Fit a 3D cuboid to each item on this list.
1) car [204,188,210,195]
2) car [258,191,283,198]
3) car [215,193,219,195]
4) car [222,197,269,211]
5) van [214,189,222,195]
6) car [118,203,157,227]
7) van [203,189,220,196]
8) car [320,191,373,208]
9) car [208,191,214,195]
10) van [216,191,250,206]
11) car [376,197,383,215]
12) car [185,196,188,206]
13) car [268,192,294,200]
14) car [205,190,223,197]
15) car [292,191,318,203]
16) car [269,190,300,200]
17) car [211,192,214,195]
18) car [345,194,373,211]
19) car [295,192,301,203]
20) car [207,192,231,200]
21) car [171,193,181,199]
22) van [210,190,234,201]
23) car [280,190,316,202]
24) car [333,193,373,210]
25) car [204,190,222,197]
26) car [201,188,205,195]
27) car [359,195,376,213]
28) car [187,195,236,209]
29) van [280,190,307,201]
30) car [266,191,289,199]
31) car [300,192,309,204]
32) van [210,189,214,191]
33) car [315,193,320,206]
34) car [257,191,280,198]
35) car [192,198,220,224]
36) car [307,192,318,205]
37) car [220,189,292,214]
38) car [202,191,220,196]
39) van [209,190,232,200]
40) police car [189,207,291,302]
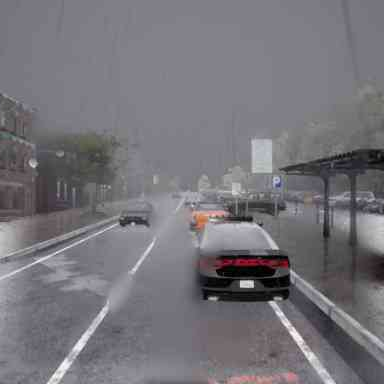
[{"bbox_3d":[5.543,0.680,60.889,5.566,2.045,2.435,0,1,0],"label":"car"},{"bbox_3d":[18.407,0.639,78.153,5.366,1.575,1.946,0,1,0],"label":"car"},{"bbox_3d":[5.632,1.182,41.264,5.008,1.535,2.097,0,1,0],"label":"car"},{"bbox_3d":[5.659,1.273,35.658,4.674,1.452,2.002,0,1,0],"label":"car"},{"bbox_3d":[5.511,0.930,44.068,4.442,1.987,1.878,0,1,0],"label":"van"},{"bbox_3d":[-3.394,1.420,21.777,2.033,1.411,5.357,0,0,0],"label":"car"},{"bbox_3d":[5.349,0.187,91.722,4.442,1.987,1.878,0,1,0],"label":"van"},{"bbox_3d":[18.695,0.950,39.290,5.566,2.045,2.435,0,1,0],"label":"car"},{"bbox_3d":[5.596,1.020,55.286,4.892,1.521,2.231,0,1,0],"label":"car"},{"bbox_3d":[5.735,0.900,46.870,4.442,1.987,1.878,0,1,0],"label":"van"},{"bbox_3d":[18.790,1.330,28.190,4.792,1.488,2.163,0,1,0],"label":"car"},{"bbox_3d":[-0.059,1.214,46.852,1.895,1.301,4.718,0,1,1],"label":"car"},{"bbox_3d":[18.591,0.812,69.828,4.792,1.488,2.163,0,1,0],"label":"car"},{"bbox_3d":[5.463,0.428,83.315,4.553,1.767,2.185,0,1,0],"label":"car"},{"bbox_3d":[18.705,1.080,53.176,4.792,1.488,2.163,0,1,0],"label":"car"},{"bbox_3d":[18.658,0.578,67.049,5.566,2.045,2.435,0,1,0],"label":"car"},{"bbox_3d":[5.638,1.125,49.676,4.792,1.488,2.163,0,1,0],"label":"car"},{"bbox_3d":[18.748,1.251,33.741,5.008,1.535,2.097,0,1,0],"label":"car"},{"bbox_3d":[18.656,1.119,50.393,4.792,1.488,2.163,0,1,0],"label":"car"},{"bbox_3d":[5.536,0.791,69.303,4.892,1.521,2.231,0,1,0],"label":"car"},{"bbox_3d":[-3.394,0.833,71.560,1.994,1.385,4.181,0,1,0],"label":"car"},{"bbox_3d":[5.678,0.658,63.694,4.442,1.987,1.878,0,1,0],"label":"van"},{"bbox_3d":[18.686,0.718,58.723,5.566,2.045,2.435,0,1,0],"label":"car"},{"bbox_3d":[18.738,1.226,36.516,5.008,1.535,2.097,0,1,0],"label":"car"},{"bbox_3d":[5.454,0.381,86.118,4.553,1.767,2.185,0,1,0],"label":"car"},{"bbox_3d":[5.485,0.397,77.708,5.566,2.045,2.435,0,1,0],"label":"car"},{"bbox_3d":[18.758,1.277,30.965,4.892,1.521,2.231,0,1,0],"label":"car"},{"bbox_3d":[0.938,1.254,18.297,2.097,1.767,4.553,0,1,0],"label":"car"},{"bbox_3d":[18.765,0.697,61.500,4.442,1.987,1.878,0,1,0],"label":"van"},{"bbox_3d":[18.642,0.610,72.603,4.553,1.767,2.185,0,1,0],"label":"car"},{"bbox_3d":[18.880,1.116,47.622,5.366,1.575,1.946,0,1,0],"label":"car"},{"bbox_3d":[5.697,0.752,58.090,4.442,1.987,1.878,0,1,0],"label":"van"},{"bbox_3d":[18.708,1.177,42.066,4.892,1.521,2.231,0,1,0],"label":"car"},{"bbox_3d":[18.588,0.597,80.931,4.892,1.521,2.231,0,1,0],"label":"car"},{"bbox_3d":[0.926,1.303,24.526,1.801,1.575,5.366,0,1,0],"label":"car"},{"bbox_3d":[18.699,1.149,44.844,5.008,1.535,2.097,0,1,0],"label":"car"},{"bbox_3d":[5.647,1.032,30.049,5.566,2.045,2.435,0,1,0],"label":"car"},{"bbox_3d":[5.451,0.365,94.529,5.008,1.535,2.097,0,1,0],"label":"car"},{"bbox_3d":[5.668,0.611,66.497,4.442,1.987,1.878,0,1,0],"label":"van"},{"bbox_3d":[0.958,1.401,8.428,1.930,1.638,5.238,0,0,0],"label":"police car"}]
